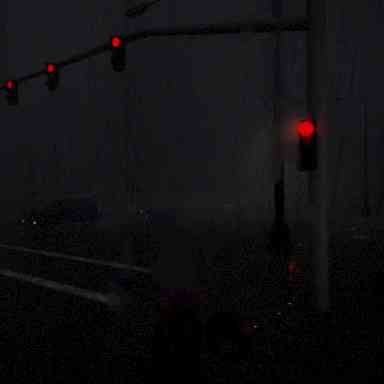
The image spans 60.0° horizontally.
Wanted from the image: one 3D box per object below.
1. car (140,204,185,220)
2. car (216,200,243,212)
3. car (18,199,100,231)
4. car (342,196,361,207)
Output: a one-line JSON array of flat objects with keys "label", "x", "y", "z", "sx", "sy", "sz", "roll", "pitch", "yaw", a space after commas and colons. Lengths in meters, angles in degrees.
[{"label": "car", "x": -2.807, "y": 1.877, "z": 31.987, "sx": 1.895, "sy": 1.301, "sz": 4.718, "roll": -1, "pitch": -1, "yaw": 36}, {"label": "car", "x": 4.933, "y": 1.801, "z": 42.691, "sx": 1.812, "sy": 1.442, "sz": 4.674, "roll": -1, "pitch": 0, "yaw": 36}, {"label": "car", "x": -9.080, "y": 1.498, "z": 23.292, "sx": 2.150, "sy": 2.045, "sz": 5.566, "roll": -1, "pitch": -1, "yaw": 36}, {"label": "car", "x": 25.149, "y": 1.484, "z": 52.494, "sx": 2.097, "sy": 1.767, "sz": 4.553, "roll": -1, "pitch": -1, "yaw": 36}]
